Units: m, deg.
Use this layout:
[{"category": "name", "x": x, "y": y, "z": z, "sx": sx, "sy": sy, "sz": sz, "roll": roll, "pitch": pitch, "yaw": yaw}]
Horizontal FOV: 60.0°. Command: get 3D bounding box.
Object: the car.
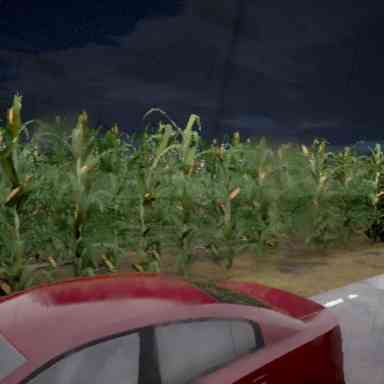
[{"category": "car", "x": -0.910, "y": 1.477, "z": 2.416, "sx": 5.008, "sy": 1.535, "sz": 1.882, "roll": 0, "pitch": 0, "yaw": -35}]
